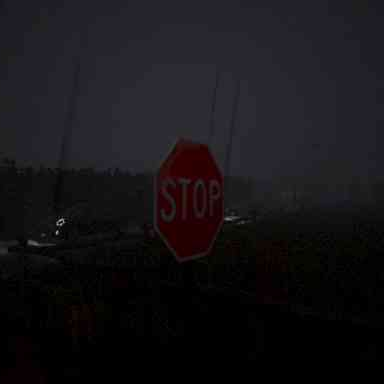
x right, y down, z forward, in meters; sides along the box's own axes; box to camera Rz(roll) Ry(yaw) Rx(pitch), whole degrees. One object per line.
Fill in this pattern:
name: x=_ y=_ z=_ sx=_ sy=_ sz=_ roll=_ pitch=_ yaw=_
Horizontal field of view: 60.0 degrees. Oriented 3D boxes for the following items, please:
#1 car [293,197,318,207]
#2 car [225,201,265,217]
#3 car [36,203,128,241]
car: x=15.759 y=1.349 z=46.248 sx=2.033 sy=1.411 sz=5.357 roll=0 pitch=1 yaw=-1
car: x=5.175 y=1.526 z=31.774 sx=2.033 sy=1.411 sz=5.357 roll=0 pitch=0 yaw=36
car: x=-5.463 y=1.369 z=16.942 sx=2.097 sy=1.767 sz=4.553 roll=0 pitch=0 yaw=36
